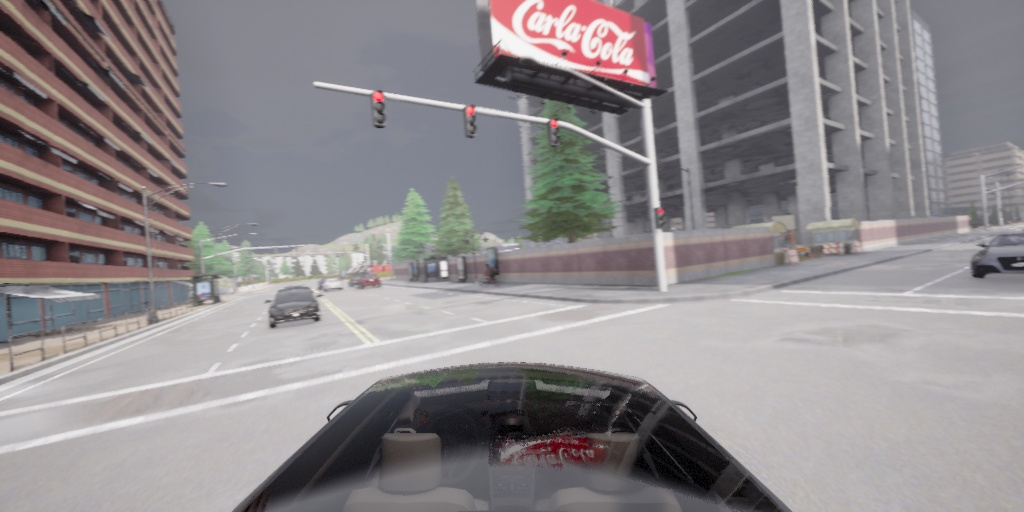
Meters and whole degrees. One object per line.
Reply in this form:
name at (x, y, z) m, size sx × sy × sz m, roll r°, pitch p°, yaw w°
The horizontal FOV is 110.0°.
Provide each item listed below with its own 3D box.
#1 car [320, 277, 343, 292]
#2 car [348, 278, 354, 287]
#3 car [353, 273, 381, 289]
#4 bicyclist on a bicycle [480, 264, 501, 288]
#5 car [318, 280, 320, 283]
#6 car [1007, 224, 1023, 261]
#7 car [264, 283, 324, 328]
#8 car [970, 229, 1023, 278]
car at (-21.398, 3.427, 42.792) m, size 1.812 × 1.442 × 4.674 m, roll -5°, pitch 0°, yaw -31°
car at (-21.631, 3.523, 50.080) m, size 2.033 × 1.411 × 5.357 m, roll -5°, pitch 0°, yaw -31°
car at (-16.835, 2.853, 42.016) m, size 2.097 × 1.767 × 4.553 m, roll -5°, pitch 0°, yaw -31°
bicyclist on a bicycle at (-1.526, 1.352, 24.964) m, size 1.656 × 1.620 × 0.582 m, roll -4°, pitch -1°, yaw -31°
car at (-26.115, 3.716, 50.541) m, size 2.097 × 1.767 × 4.553 m, roll -5°, pitch -1°, yaw -31°
car at (24.283, -0.737, 16.132) m, size 4.892 × 1.490 × 1.837 m, roll -5°, pitch 0°, yaw -31°
car at (-9.867, 2.213, 16.349) m, size 1.837 × 1.490 × 4.892 m, roll -5°, pitch 0°, yaw -31°
car at (16.929, -0.075, 11.777) m, size 4.181 × 1.385 × 1.994 m, roll -5°, pitch 0°, yaw -31°
